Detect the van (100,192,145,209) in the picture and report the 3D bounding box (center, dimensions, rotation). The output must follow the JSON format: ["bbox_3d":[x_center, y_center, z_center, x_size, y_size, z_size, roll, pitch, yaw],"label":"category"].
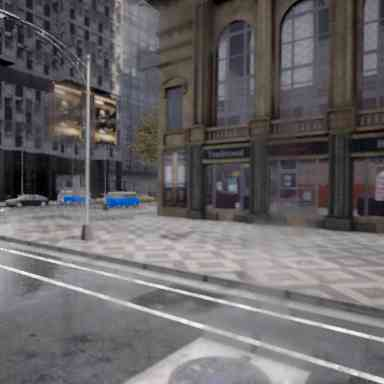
[{"bbox_3d":[-7.307,0.868,35.136,1.690,1.788,3.998,1,1,36],"label":"van"}]

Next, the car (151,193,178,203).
[{"bbox_3d":[-4.381,0.923,53.796,2.008,1.369,4.403,1,1,36],"label":"car"}]

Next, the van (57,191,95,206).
[{"bbox_3d":[-14.226,0.744,40.115,1.690,1.788,3.998,1,1,36],"label":"van"}]

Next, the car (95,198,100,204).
[{"bbox_3d":[-11.046,0.918,44.538,1.752,1.417,4.829,1,1,36],"label":"car"}]

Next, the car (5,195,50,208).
[{"bbox_3d":[-17.512,0.964,35.557,2.008,1.369,4.403,1,1,36],"label":"car"}]

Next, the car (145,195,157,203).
[{"bbox_3d":[-7.763,0.908,49.098,1.752,1.417,4.829,1,1,36],"label":"car"}]
